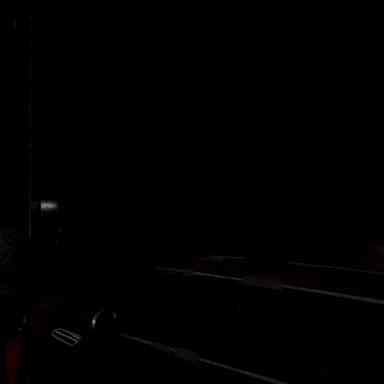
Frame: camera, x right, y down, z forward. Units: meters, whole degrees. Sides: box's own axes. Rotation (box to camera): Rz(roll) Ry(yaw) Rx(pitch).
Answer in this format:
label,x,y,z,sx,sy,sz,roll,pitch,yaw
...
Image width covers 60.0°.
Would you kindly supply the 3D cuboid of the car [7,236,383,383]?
label,x,y,z,sx,sy,sz,roll,pitch,yaw
car,0.573,1.315,2.666,5.009,1.841,2.192,0,0,35
